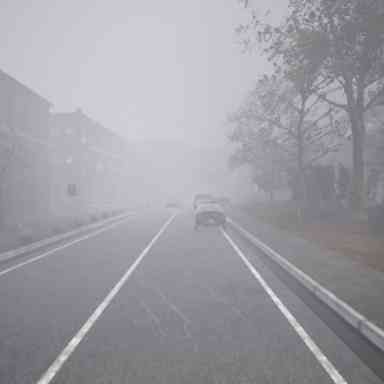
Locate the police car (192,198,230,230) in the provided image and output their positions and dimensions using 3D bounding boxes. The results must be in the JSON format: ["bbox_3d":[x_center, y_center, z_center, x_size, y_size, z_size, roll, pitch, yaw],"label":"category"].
[{"bbox_3d":[1.049,1.400,20.946,1.930,1.638,5.238,0,0,0],"label":"police car"}]

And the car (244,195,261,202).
[{"bbox_3d":[12.253,1.175,67.272,1.812,1.442,4.674,-1,1,40],"label":"car"}]

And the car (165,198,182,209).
[{"bbox_3d":[-2.456,1.494,45.520,2.033,1.411,5.357,0,0,5],"label":"car"}]

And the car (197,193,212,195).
[{"bbox_3d":[1.384,1.175,36.631,2.150,2.045,5.566,0,0,5],"label":"car"}]

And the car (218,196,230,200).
[{"bbox_3d":[4.802,1.348,54.833,1.882,1.535,5.008,0,0,25],"label":"car"}]

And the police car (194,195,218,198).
[{"bbox_3d":[1.099,1.386,30.883,1.930,1.638,5.238,0,0,1],"label":"police car"}]
